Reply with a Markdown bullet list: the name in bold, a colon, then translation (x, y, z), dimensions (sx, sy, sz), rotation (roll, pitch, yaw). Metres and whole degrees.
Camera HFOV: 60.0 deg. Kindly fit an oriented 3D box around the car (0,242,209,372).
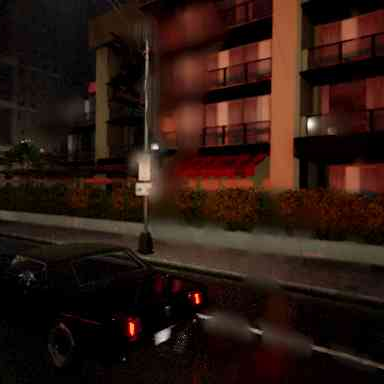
- **car**: translation (-2.169, 1.529, 5.559), dimensions (4.718, 1.301, 1.895), rotation (1, 1, 35)
